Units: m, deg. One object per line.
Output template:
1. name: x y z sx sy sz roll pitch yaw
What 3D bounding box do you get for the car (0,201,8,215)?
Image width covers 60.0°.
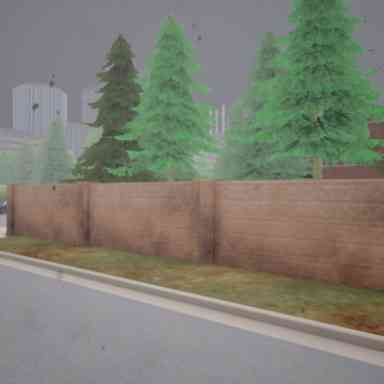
1. car: -17.471 1.398 33.033 1.812 1.442 4.674 0 0 35
